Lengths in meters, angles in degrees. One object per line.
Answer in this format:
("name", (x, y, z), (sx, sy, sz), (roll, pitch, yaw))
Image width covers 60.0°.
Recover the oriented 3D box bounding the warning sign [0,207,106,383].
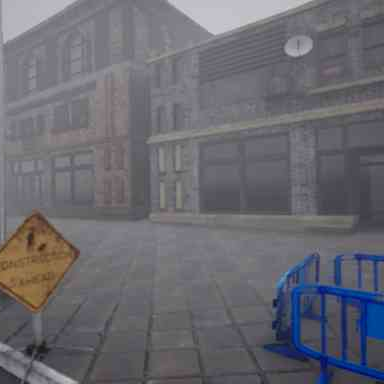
("warning sign", (-1.984, 1.151, 4.218), (1.060, 1.860, 1.300), (-2, 0, 35))
